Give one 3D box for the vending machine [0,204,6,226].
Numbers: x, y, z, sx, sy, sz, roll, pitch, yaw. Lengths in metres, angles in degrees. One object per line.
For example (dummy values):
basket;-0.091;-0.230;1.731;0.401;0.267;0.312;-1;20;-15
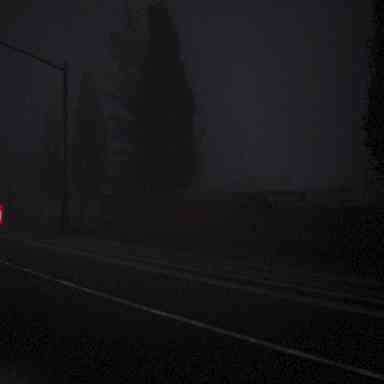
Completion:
vending machine;-18.148;2.143;31.243;1.100;2.100;0.880;2;-3;-34
